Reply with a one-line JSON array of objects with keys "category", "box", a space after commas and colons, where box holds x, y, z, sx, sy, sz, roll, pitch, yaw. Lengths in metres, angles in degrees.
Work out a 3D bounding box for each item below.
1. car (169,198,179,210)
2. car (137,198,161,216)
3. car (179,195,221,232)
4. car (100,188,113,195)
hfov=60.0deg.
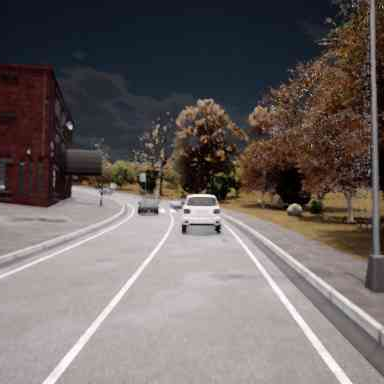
[{"category": "car", "box": [-1.578, 1.333, 39.039, 1.895, 1.301, 4.718, 1, 1, -11]}, {"category": "car", "box": [-3.988, 1.282, 30.787, 1.882, 1.535, 5.008, 1, 1, -7]}, {"category": "car", "box": [0.483, 1.162, 20.007, 2.150, 2.045, 5.566, 0, 0, -1]}, {"category": "car", "box": [-17.948, -0.112, 69.784, 1.812, 1.442, 4.674, 2, 2, -30]}]
